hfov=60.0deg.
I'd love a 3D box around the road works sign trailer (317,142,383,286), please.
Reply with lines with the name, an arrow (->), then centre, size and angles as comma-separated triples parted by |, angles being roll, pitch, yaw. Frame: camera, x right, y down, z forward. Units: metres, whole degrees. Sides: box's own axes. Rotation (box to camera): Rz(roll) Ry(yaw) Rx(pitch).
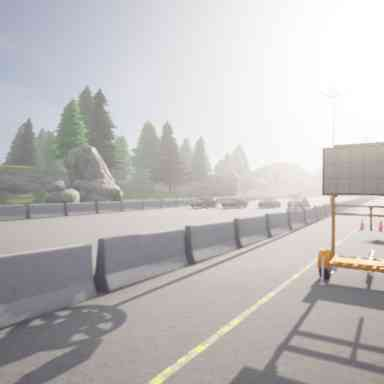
road works sign trailer -> 4.752, 0.495, 8.816 | 2.380, 3.560, 2.880 | 0, 0, 31

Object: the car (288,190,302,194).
car -> 23.980, 0.421, 77.578 | 2.150, 2.045, 5.566 | 0, 1, 33

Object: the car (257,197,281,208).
car -> 10.037, 1.377, 43.091 | 1.994, 1.385, 4.181 | 0, 1, 33

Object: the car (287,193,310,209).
car -> 13.419, 1.309, 41.878 | 2.128, 1.511, 4.902 | 0, 1, 33

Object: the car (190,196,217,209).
car -> 1.575, 1.338, 42.870 | 1.837, 1.490, 4.892 | 0, 1, 33

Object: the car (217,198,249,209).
car -> 5.487, 1.429, 42.487 | 1.895, 1.301, 4.718 | 0, 1, 33
